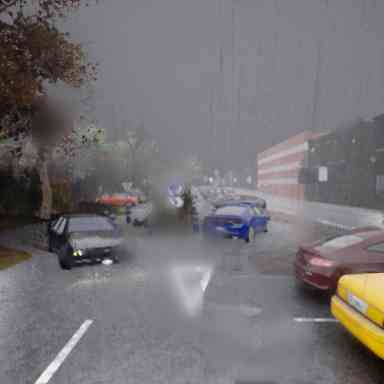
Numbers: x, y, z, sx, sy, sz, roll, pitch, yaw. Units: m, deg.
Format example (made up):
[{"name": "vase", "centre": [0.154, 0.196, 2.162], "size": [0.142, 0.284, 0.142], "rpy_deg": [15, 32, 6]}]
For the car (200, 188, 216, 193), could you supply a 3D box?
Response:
[{"name": "car", "centre": [4.591, -0.349, 95.326], "size": [4.674, 1.452, 2.002], "rpy_deg": [0, 2, 0]}]

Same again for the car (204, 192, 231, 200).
[{"name": "car", "centre": [4.466, 0.702, 58.598], "size": [4.674, 1.452, 2.002], "rpy_deg": [0, 2, 0]}]

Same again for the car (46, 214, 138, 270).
[{"name": "car", "centre": [-3.606, 1.450, 11.073], "size": [2.033, 1.411, 5.357], "rpy_deg": [0, 0, -31]}]

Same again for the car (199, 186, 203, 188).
[{"name": "car", "centre": [4.505, -0.027, 78.374], "size": [4.553, 1.767, 2.185], "rpy_deg": [0, 2, 0]}]

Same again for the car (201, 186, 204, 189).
[{"name": "car", "centre": [4.466, 0.297, 67.076], "size": [4.553, 1.767, 2.185], "rpy_deg": [0, 2, 0]}]

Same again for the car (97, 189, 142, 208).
[{"name": "car", "centre": [-8.157, 0.815, 35.987], "size": [4.553, 1.767, 2.185], "rpy_deg": [0, 1, 0]}]

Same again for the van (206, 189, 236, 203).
[{"name": "van", "centre": [4.323, 0.558, 50.106], "size": [4.442, 1.987, 1.878], "rpy_deg": [0, 1, 0]}]

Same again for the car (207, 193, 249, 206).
[{"name": "car", "centre": [4.416, 0.878, 41.632], "size": [5.008, 1.535, 2.097], "rpy_deg": [0, 1, 0]}]

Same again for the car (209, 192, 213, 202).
[{"name": "car", "centre": [4.379, 1.012, 33.156], "size": [4.674, 1.452, 2.002], "rpy_deg": [0, 1, 0]}]

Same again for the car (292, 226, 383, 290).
[{"name": "car", "centre": [4.530, 1.454, 6.997], "size": [4.674, 1.452, 2.002], "rpy_deg": [-1, 1, 0]}]

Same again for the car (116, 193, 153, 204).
[{"name": "car", "centre": [-8.118, 0.846, 47.158], "size": [4.792, 1.488, 2.163], "rpy_deg": [0, 1, 0]}]

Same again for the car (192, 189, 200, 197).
[{"name": "car", "centre": [0.090, 0.662, 62.969], "size": [1.895, 1.301, 4.718], "rpy_deg": [0, 2, 1]}]

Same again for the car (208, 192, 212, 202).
[{"name": "car", "centre": [4.389, 0.981, 35.981], "size": [4.674, 1.452, 2.002], "rpy_deg": [0, 1, 0]}]

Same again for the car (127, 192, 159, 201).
[{"name": "car", "centre": [-8.111, 0.719, 55.640], "size": [5.008, 1.535, 2.097], "rpy_deg": [0, 0, 0]}]

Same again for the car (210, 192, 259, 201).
[{"name": "car", "centre": [4.343, 1.033, 30.329], "size": [4.792, 1.488, 2.163], "rpy_deg": [0, 1, 0]}]

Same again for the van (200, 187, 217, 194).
[{"name": "van", "centre": [4.458, -0.452, 89.670], "size": [4.442, 1.987, 1.878], "rpy_deg": [0, 2, 0]}]

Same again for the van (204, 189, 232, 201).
[{"name": "van", "centre": [4.342, 0.493, 55.636], "size": [4.442, 1.987, 1.878], "rpy_deg": [0, 1, 0]}]

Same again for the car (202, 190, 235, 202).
[{"name": "car", "centre": [4.216, 0.907, 38.807], "size": [5.366, 1.575, 1.946], "rpy_deg": [0, 1, 0]}]

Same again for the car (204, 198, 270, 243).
[{"name": "car", "centre": [2.251, 1.289, 15.460], "size": [1.882, 1.535, 5.008], "rpy_deg": [1, 2, 27]}]

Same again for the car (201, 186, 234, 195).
[{"name": "car", "centre": [4.458, 0.564, 47.280], "size": [5.566, 2.045, 2.435], "rpy_deg": [0, 1, 0]}]

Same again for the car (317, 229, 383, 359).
[{"name": "car", "centre": [4.729, 1.435, 4.355], "size": [5.366, 1.575, 1.946], "rpy_deg": [0, 1, 0]}]

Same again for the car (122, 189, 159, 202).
[{"name": "car", "centre": [-8.099, 0.502, 52.802], "size": [5.566, 2.045, 2.435], "rpy_deg": [0, 1, 0]}]

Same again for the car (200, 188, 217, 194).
[{"name": "car", "centre": [4.614, -0.278, 92.501], "size": [4.792, 1.488, 2.163], "rpy_deg": [0, 2, 0]}]

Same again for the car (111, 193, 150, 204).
[{"name": "car", "centre": [-8.164, 0.847, 44.459], "size": [4.892, 1.521, 2.231], "rpy_deg": [0, 1, 0]}]

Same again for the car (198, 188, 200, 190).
[{"name": "car", "centre": [0.103, 0.221, 73.121], "size": [1.994, 1.385, 4.181], "rpy_deg": [0, 2, 0]}]

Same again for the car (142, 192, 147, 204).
[{"name": "car", "centre": [-8.173, 0.910, 38.687], "size": [5.008, 1.535, 2.097], "rpy_deg": [0, 1, 0]}]
